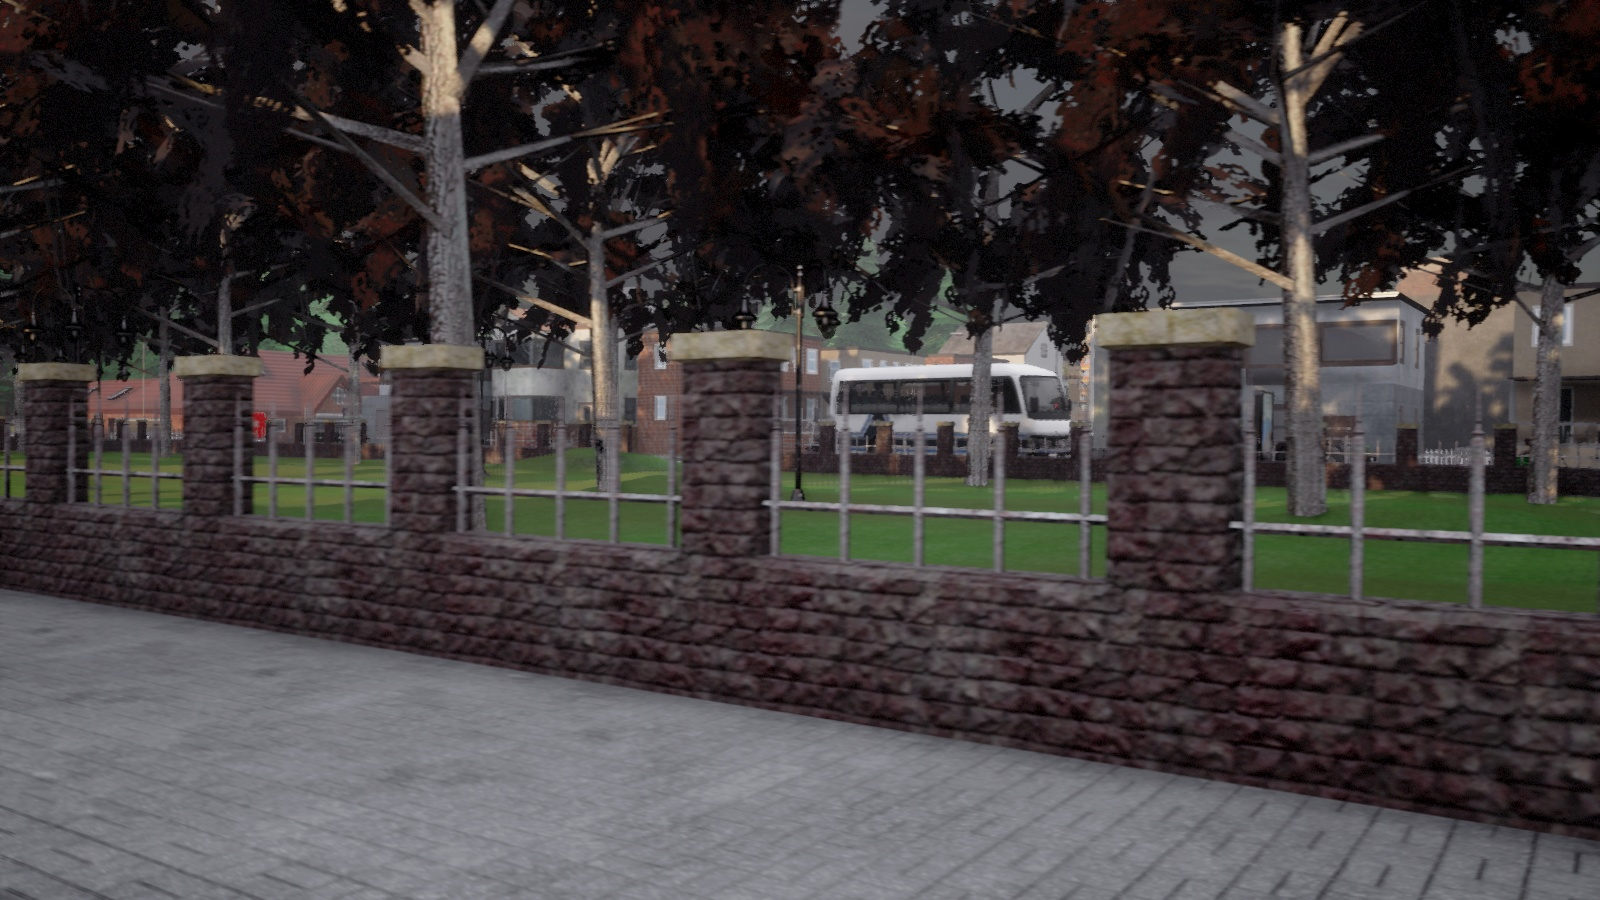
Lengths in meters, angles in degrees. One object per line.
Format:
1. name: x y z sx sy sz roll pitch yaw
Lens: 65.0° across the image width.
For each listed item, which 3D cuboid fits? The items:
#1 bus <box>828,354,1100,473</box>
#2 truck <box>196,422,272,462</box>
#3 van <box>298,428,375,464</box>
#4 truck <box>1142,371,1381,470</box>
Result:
1. bus: 6.318 -1.384 49.946 10.273 4.253 3.944 0 2 42
2. truck: -37.302 -0.549 82.706 5.204 2.467 2.627 0 3 43
3. van: -26.337 -0.251 71.316 4.442 1.987 1.775 0 1 32
4. truck: 17.223 -1.050 47.116 7.936 3.462 2.891 0 1 34
